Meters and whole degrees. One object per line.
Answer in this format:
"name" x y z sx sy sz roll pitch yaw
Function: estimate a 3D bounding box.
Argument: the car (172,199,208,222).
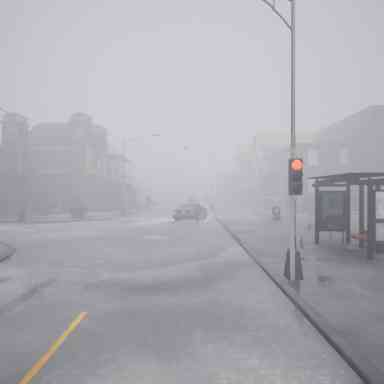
"car" -0.075 1.547 26.069 2.033 1.411 5.357 0 0 13

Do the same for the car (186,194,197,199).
"car" 0.021 1.504 52.135 1.837 1.490 4.892 0 0 0
